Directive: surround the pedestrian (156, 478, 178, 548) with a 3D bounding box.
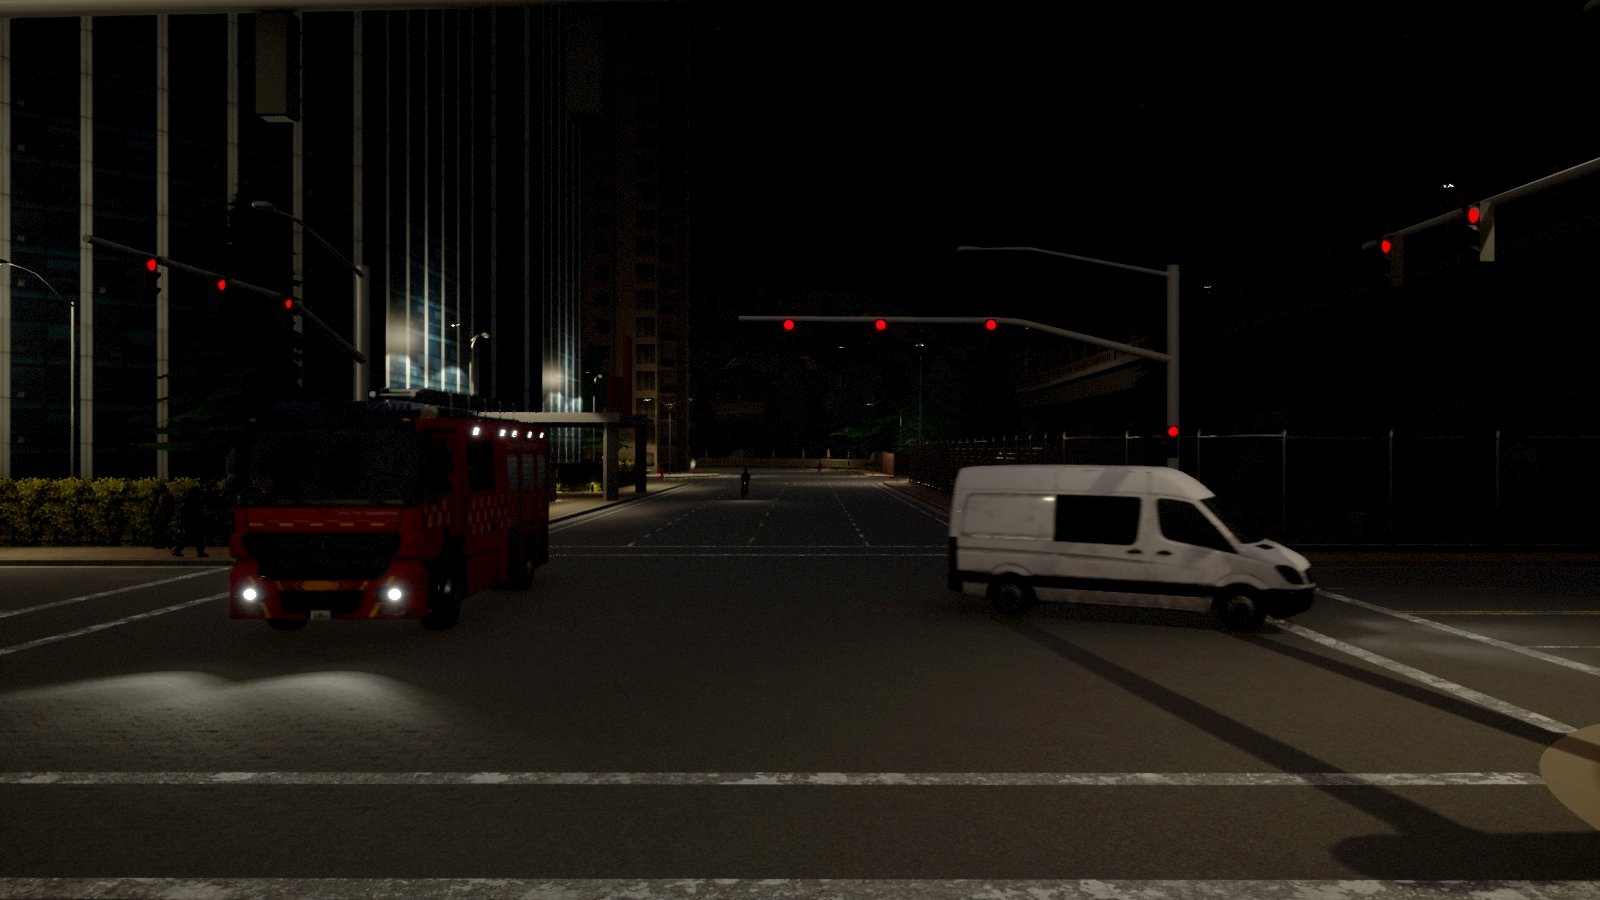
[{"bbox_3d":[-17.041,1.695,30.744,0.375,1.860,0.375,0,0,2],"label":"pedestrian"}]

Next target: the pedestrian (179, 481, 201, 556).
[{"bbox_3d":[-15.190,1.698,28.453,0.375,1.860,0.375,0,0,-5],"label":"pedestrian"}]

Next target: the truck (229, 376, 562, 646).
[{"bbox_3d":[-6.603,0.866,20.399,2.891,3.827,8.468,0,0,0],"label":"truck"}]

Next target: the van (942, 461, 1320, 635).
[{"bbox_3d":[5.575,1.502,19.493,5.915,2.561,1.988,0,1,27],"label":"van"}]
